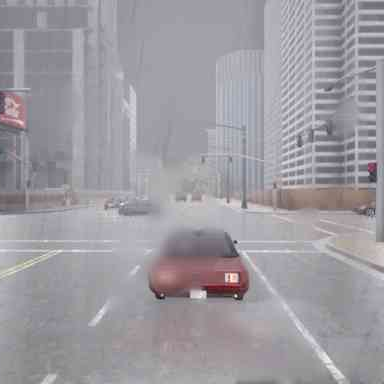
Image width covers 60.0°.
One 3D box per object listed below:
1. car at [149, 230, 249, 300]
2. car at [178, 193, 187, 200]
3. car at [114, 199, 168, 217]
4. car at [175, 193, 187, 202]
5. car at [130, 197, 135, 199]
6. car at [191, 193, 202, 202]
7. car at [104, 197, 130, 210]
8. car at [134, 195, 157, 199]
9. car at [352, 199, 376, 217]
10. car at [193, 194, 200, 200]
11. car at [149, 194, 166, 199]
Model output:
[{"bbox_3d":[0.214,1.601,8.344,1.895,1.301,4.718,0,0,2],"label":"car"},{"bbox_3d":[-2.319,1.184,84.106,2.097,1.767,4.553,0,0,1],"label":"car"},{"bbox_3d":[-4.617,1.564,30.658,4.181,1.385,1.994,0,0,1],"label":"car"},{"bbox_3d":[-2.471,1.216,73.466,2.150,2.045,5.566,0,0,1],"label":"car"},{"bbox_3d":[-9.857,1.491,52.704,2.128,1.511,4.902,0,0,1],"label":"car"},{"bbox_3d":[1.029,1.216,73.416,2.150,2.045,5.566,0,0,1],"label":"car"},{"bbox_3d":[-9.995,1.491,43.276,2.128,1.511,4.902,0,0,1],"label":"car"},{"bbox_3d":[-6.442,1.526,46.712,1.812,1.442,4.674,0,0,1],"label":"car"},{"bbox_3d":[17.181,1.352,30.462,4.553,1.767,2.097,0,0,1],"label":"car"},{"bbox_3d":[1.181,1.353,84.086,1.812,1.442,4.674,0,0,1],"label":"car"},{"bbox_3d":[-6.281,1.491,57.102,2.128,1.511,4.902,0,0,1],"label":"car"}]
